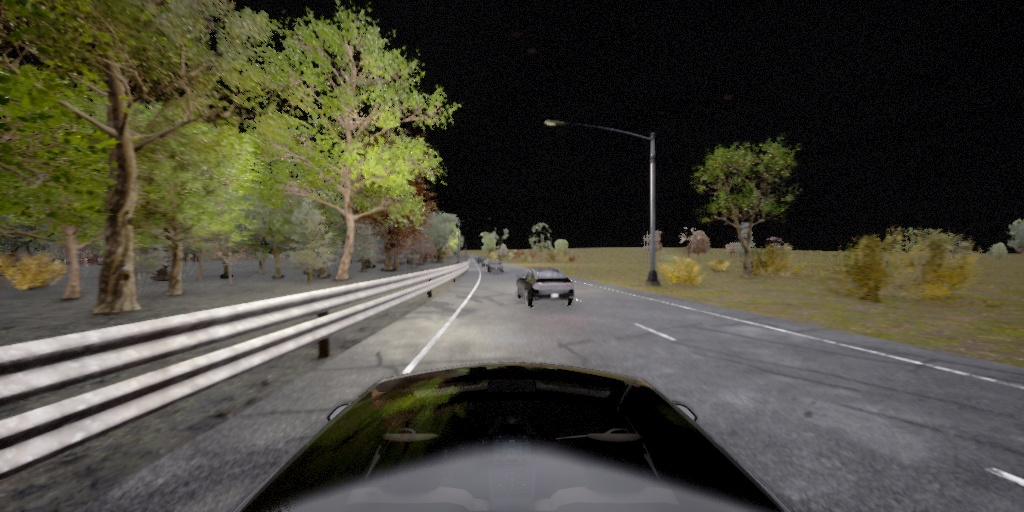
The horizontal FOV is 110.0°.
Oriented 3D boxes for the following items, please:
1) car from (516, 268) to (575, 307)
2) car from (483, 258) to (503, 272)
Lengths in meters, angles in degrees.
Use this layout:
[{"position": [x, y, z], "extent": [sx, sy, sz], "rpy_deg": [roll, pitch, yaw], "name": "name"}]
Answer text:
[{"position": [1.298, 1.248, 15.567], "extent": [2.128, 1.511, 4.902], "rpy_deg": [0, 0, -7], "name": "car"}, {"position": [-2.165, 1.261, 45.371], "extent": [2.128, 1.511, 4.902], "rpy_deg": [0, 0, -7], "name": "car"}]
